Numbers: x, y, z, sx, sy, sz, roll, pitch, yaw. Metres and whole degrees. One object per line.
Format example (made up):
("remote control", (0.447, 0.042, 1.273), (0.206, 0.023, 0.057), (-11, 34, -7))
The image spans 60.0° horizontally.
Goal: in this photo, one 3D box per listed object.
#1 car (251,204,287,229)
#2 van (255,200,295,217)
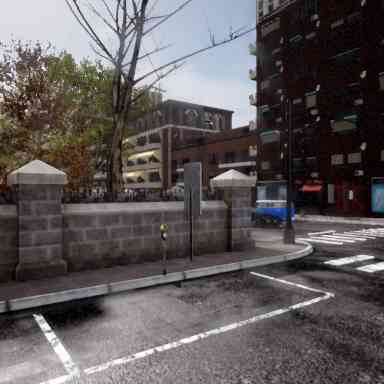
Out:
("car", (4.495, 1.837, 24.241), (1.994, 1.385, 4.181), (0, -1, -36))
("van", (7.317, 1.649, 30.198), (1.690, 1.788, 3.998), (-1, 0, -36))
